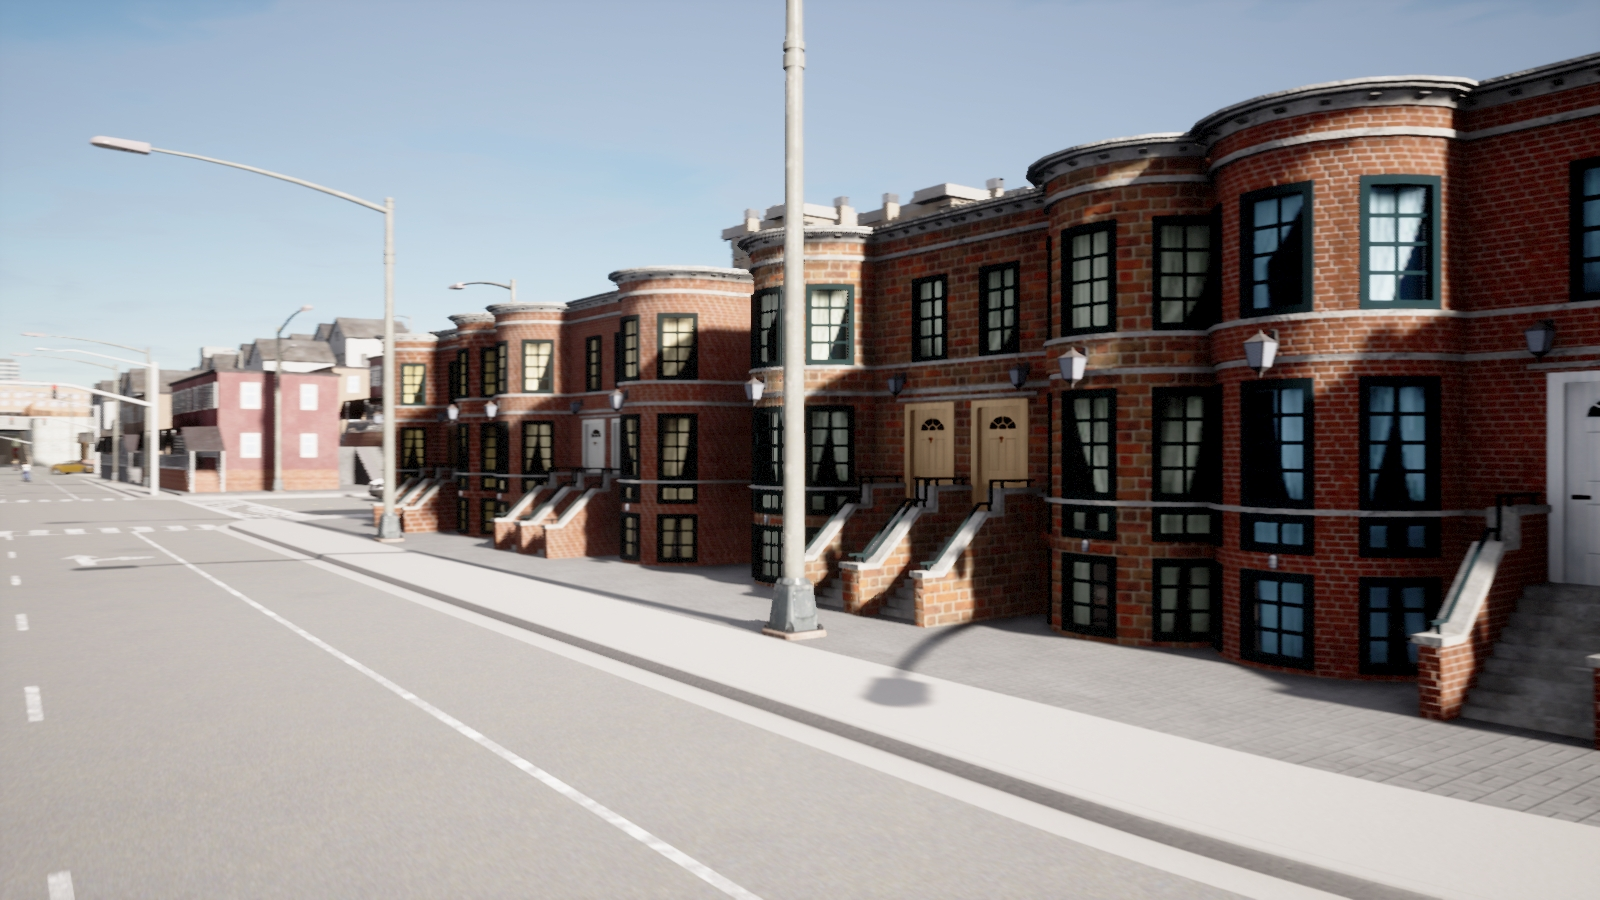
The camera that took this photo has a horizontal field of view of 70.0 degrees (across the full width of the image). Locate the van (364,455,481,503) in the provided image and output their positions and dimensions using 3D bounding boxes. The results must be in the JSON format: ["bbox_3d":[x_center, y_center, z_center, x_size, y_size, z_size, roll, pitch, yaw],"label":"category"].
[{"bbox_3d":[-21.191,1.580,64.317,5.915,2.561,1.988,0,0,-35],"label":"van"}]

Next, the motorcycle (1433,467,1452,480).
[{"bbox_3d":[63.906,2.319,113.633,2.356,1.277,0.764,0,0,-35],"label":"motorcycle"}]
